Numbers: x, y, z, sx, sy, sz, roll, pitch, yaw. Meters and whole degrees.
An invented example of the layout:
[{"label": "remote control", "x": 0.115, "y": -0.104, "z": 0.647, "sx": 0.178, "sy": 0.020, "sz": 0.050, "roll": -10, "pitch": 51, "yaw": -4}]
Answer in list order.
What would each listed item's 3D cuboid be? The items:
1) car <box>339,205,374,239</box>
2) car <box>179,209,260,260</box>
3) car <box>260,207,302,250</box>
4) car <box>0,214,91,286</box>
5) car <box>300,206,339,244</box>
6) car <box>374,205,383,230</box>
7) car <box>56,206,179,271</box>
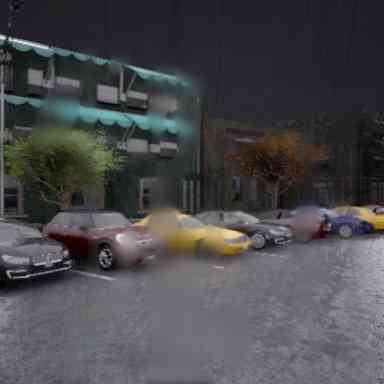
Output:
[{"label": "car", "x": 6.664, "y": 1.530, "z": 17.839, "sx": 5.008, "sy": 1.535, "sz": 2.097, "roll": -1, "pitch": -1, "yaw": 35}, {"label": "car", "x": -0.410, "y": 1.501, "z": 12.604, "sx": 5.366, "sy": 1.575, "sz": 1.946, "roll": -1, "pitch": -1, "yaw": 35}, {"label": "car", "x": 1.840, "y": 1.515, "z": 14.415, "sx": 4.892, "sy": 1.521, "sz": 2.231, "roll": -1, "pitch": -1, "yaw": 35}, {"label": "car", "x": -5.392, "y": 1.491, "z": 9.277, "sx": 4.892, "sy": 1.521, "sz": 2.231, "roll": -1, "pitch": -1, "yaw": 35}, {"label": "car", "x": 4.231, "y": 1.552, "z": 16.142, "sx": 4.792, "sy": 1.488, "sz": 2.163, "roll": -1, "pitch": -1, "yaw": 35}, {"label": "car", "x": 8.924, "y": 1.537, "z": 19.658, "sx": 5.366, "sy": 1.575, "sz": 1.946, "roll": -1, "pitch": -1, "yaw": 35}, {"label": "car", "x": -3.002, "y": 1.372, "z": 11.009, "sx": 4.553, "sy": 1.767, "sz": 2.185, "roll": -1, "pitch": -1, "yaw": 35}]
